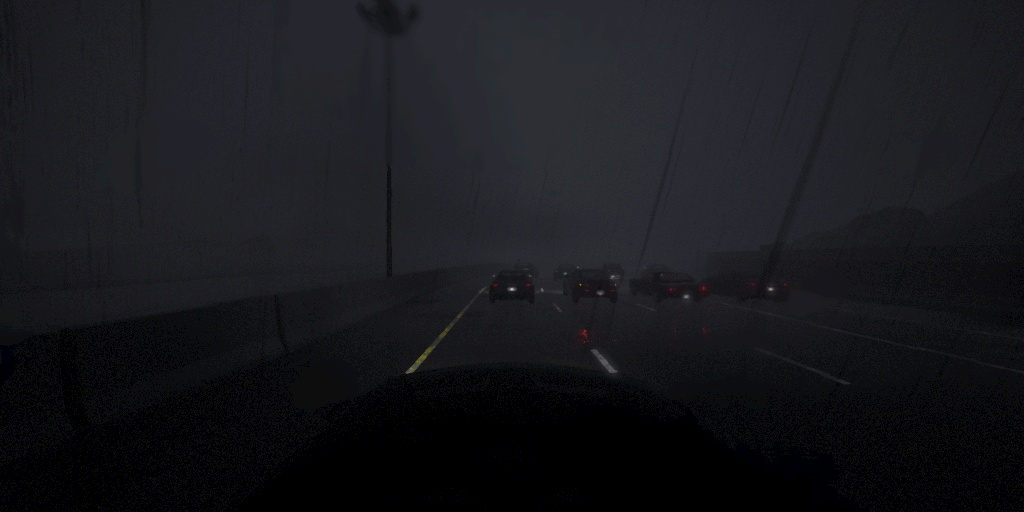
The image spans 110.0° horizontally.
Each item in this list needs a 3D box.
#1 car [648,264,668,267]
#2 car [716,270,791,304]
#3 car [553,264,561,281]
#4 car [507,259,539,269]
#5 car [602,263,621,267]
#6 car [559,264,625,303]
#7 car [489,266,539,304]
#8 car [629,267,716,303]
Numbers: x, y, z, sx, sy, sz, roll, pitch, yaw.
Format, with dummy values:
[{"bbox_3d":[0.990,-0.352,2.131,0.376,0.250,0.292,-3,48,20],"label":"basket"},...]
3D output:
[{"bbox_3d":[11.369,1.321,28.076,1.994,1.385,4.181,0,0,12],"label":"car"},{"bbox_3d":[10.500,1.321,16.500,1.994,1.385,4.181,0,0,0],"label":"car"},{"bbox_3d":[4.527,1.321,29.559,1.994,1.385,4.181,0,0,12],"label":"car"},{"bbox_3d":[1.107,1.244,30.300,2.128,1.511,4.902,0,0,12],"label":"car"},{"bbox_3d":[7.948,1.265,28.818,1.837,1.490,4.892,0,0,12],"label":"car"},{"bbox_3d":[3.500,1.282,16.500,1.812,1.442,4.674,0,0,0],"label":"car"},{"bbox_3d":[0.000,1.321,16.500,1.994,1.385,4.181,0,0,0],"label":"car"},{"bbox_3d":[7.000,1.365,16.530,1.895,1.301,4.718,0,0,0],"label":"car"}]
